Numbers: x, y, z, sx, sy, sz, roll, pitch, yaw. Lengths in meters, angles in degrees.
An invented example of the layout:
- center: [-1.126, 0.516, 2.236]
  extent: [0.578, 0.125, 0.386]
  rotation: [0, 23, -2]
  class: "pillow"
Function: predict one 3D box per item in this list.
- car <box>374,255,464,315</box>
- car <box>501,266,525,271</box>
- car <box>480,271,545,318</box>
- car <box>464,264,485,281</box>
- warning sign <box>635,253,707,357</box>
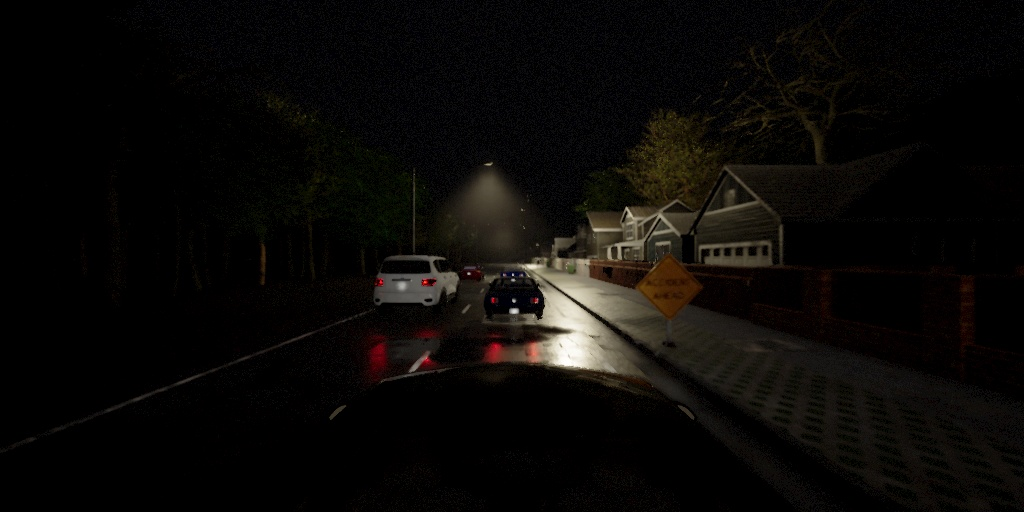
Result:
- center: [-3.417, 1.004, 13.859]
  extent: [2.150, 2.045, 5.566]
  rotation: [0, 0, 0]
  class: "car"
- center: [0.080, 1.420, 28.251]
  extent: [1.895, 1.301, 4.718]
  rotation: [0, 0, 0]
  class: "car"
- center: [0.081, 1.382, 13.045]
  extent: [1.895, 1.301, 4.718]
  rotation: [0, 0, 0]
  class: "car"
- center: [-3.415, 1.388, 30.522]
  extent: [1.994, 1.385, 4.181]
  rotation: [0, 0, 0]
  class: "car"
- center: [3.049, 0.880, 6.966]
  extent: [1.300, 1.860, 1.060]
  rotation: [0, 0, 0]
  class: "warning sign"
